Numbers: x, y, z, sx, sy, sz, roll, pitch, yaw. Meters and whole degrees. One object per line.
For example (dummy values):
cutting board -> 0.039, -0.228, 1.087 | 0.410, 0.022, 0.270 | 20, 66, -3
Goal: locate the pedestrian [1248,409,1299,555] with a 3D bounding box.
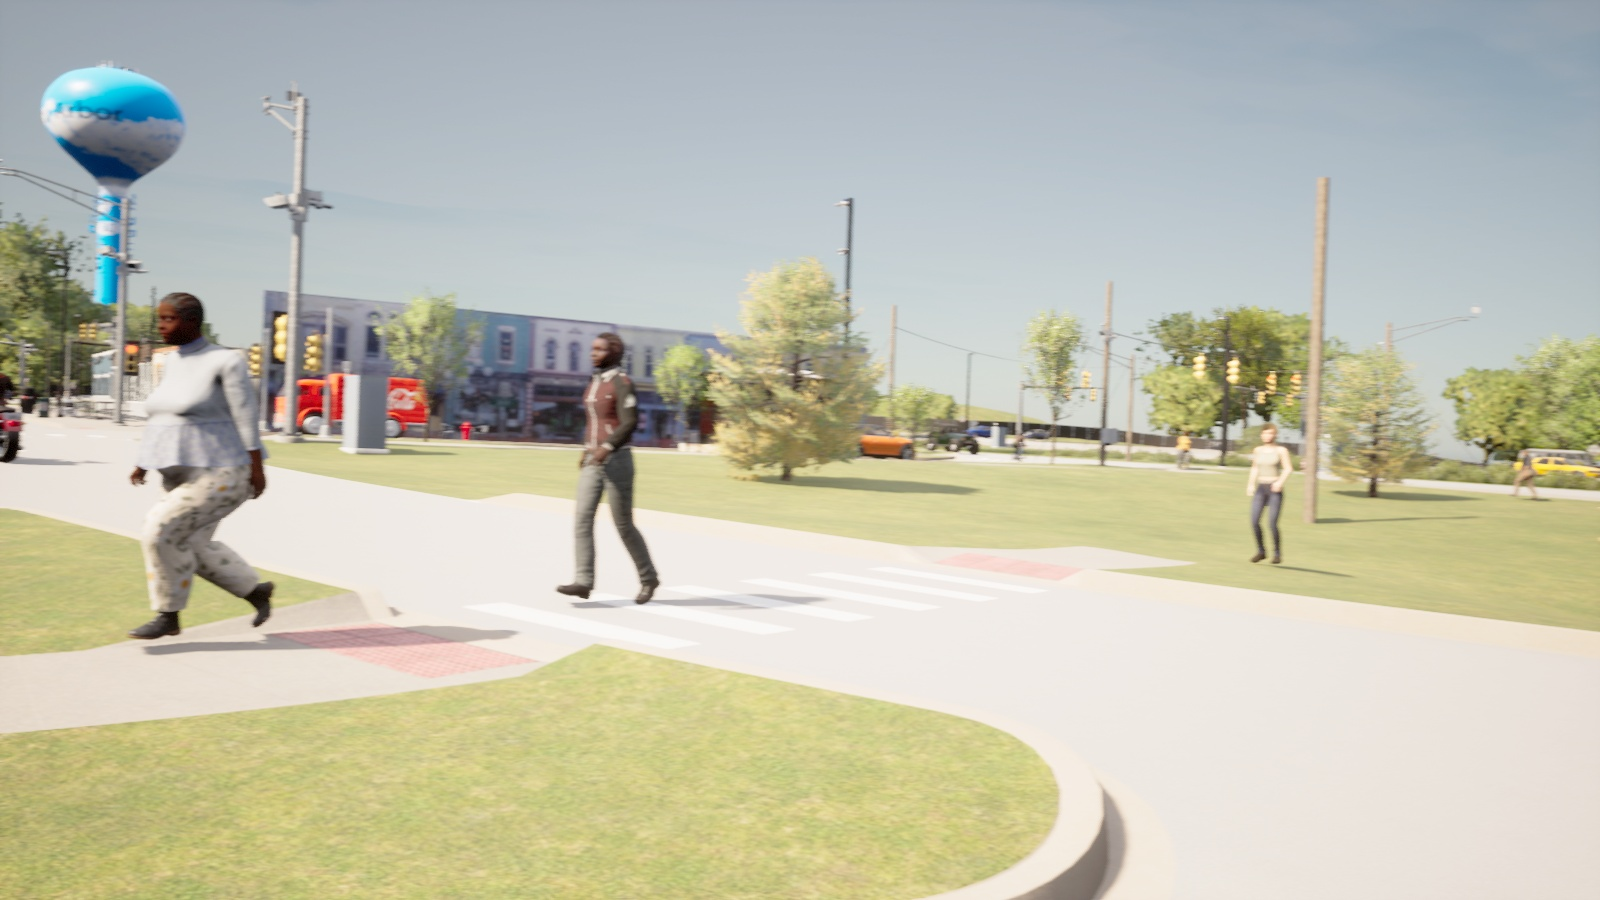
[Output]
pedestrian -> 6.114, 0.405, 16.209 | 0.594, 1.836, 0.345 | 1, 0, -43

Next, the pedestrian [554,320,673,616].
pedestrian -> -1.270, 0.119, 8.571 | 0.402, 1.930, 0.666 | 1, 0, 44

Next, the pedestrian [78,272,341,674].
pedestrian -> -3.008, 0.103, 6.413 | 0.874, 1.855, 0.900 | 1, 0, 39

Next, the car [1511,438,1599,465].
car -> 49.887, 0.089, 82.337 | 1.801, 1.575, 5.366 | 1, 2, -35

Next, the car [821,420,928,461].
car -> 3.424, -0.429, 57.443 | 4.553, 1.767, 2.097 | 1, 0, -35

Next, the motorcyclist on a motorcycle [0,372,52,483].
motorcyclist on a motorcycle -> -12.595, -0.375, 19.592 | 2.350, 1.649, 0.766 | 3, 2, 38

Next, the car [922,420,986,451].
car -> 9.736, -0.912, 79.411 | 1.905, 1.878, 3.866 | 1, 1, -34

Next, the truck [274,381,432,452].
truck -> -17.052, -1.238, 47.959 | 5.204, 2.467, 2.627 | 1, 0, -32

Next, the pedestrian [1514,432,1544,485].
pedestrian -> 25.418, 0.286, 43.784 | 0.540, 1.848, 0.694 | 1, 0, -27

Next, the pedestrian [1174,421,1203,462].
pedestrian -> 17.866, -0.372, 57.802 | 0.874, 1.855, 0.900 | 1, 0, -26
